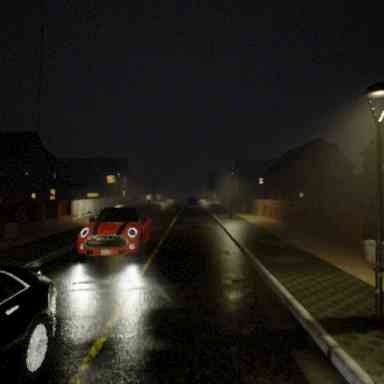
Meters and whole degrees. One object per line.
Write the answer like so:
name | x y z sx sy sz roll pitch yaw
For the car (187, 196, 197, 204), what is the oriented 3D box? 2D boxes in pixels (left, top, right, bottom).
car | 0.009 1.486 61.006 1.812 1.442 4.674 0 0 0

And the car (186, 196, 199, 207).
car | 0.009 1.499 50.585 2.033 1.411 5.357 0 0 0

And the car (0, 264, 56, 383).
car | -2.819 1.499 2.695 1.837 1.490 4.892 0 0 1

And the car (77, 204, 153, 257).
car | -2.749 1.325 12.828 2.097 1.767 4.553 0 0 0
